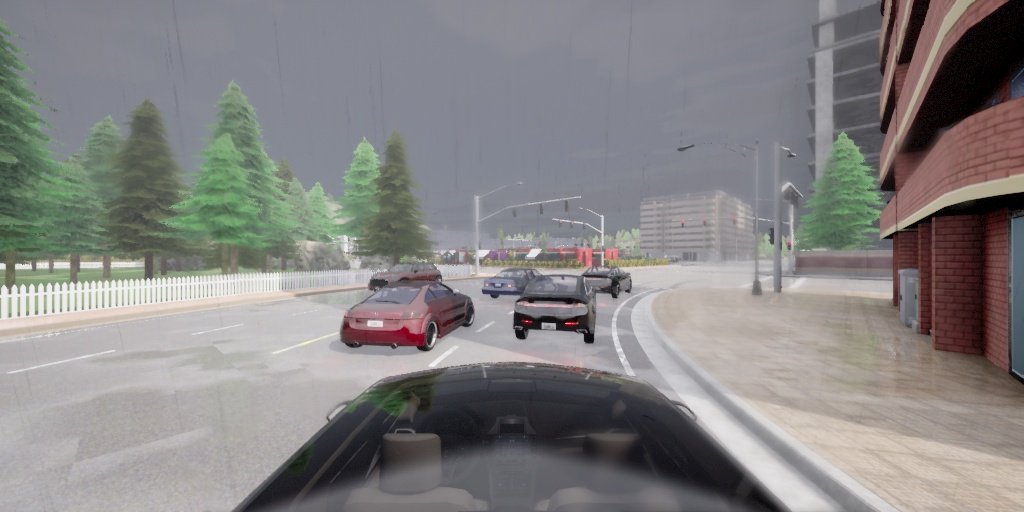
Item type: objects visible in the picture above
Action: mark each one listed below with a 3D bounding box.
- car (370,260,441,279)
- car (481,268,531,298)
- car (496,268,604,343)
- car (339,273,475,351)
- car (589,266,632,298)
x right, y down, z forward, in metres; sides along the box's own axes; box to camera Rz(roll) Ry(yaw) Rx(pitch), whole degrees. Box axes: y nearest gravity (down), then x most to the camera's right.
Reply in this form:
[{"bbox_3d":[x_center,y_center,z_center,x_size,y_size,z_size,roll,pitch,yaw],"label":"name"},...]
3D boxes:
[{"bbox_3d":[-6.095,1.154,20.929,2.097,1.767,4.553,0,0,26],"label":"car"},{"bbox_3d":[0.463,1.296,17.823,2.033,1.411,5.357,0,0,25],"label":"car"},{"bbox_3d":[1.344,1.241,9.777,2.128,1.511,4.902,0,0,14],"label":"car"},{"bbox_3d":[-2.365,1.313,9.105,1.994,1.385,4.181,0,0,10],"label":"car"},{"bbox_3d":[4.836,1.234,18.338,2.128,1.511,4.902,1,1,29],"label":"car"}]
